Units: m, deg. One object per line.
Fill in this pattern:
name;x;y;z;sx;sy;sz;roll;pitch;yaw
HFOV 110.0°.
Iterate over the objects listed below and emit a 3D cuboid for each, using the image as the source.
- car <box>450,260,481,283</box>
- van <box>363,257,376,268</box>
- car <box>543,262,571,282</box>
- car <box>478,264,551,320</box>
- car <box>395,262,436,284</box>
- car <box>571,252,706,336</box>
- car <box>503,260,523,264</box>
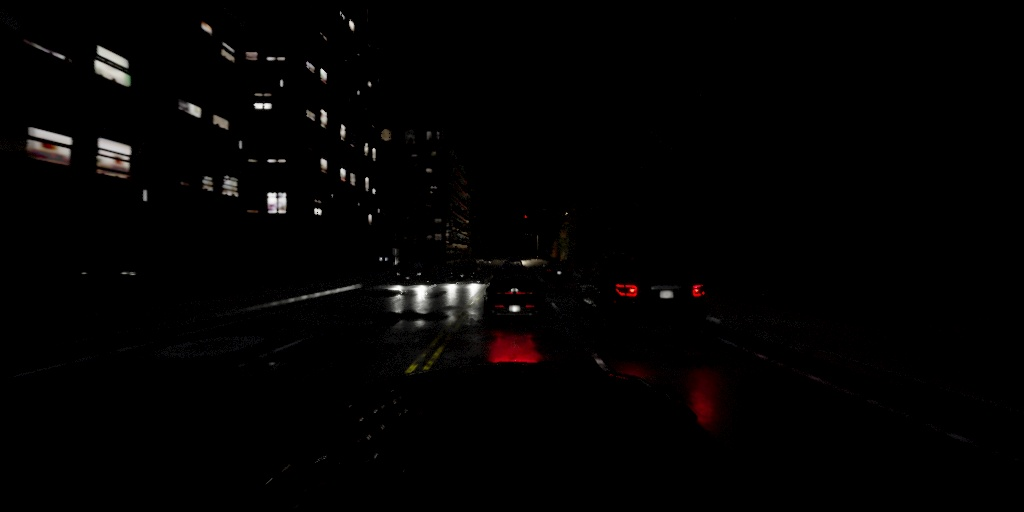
car;-3.339;1.089;26.302;1.837;1.490;4.892;0;0;0
van;-22.720;0.994;55.561;3.998;1.789;1.690;0;0;-1
car;3.332;1.140;27.214;1.994;1.385;4.181;0;0;0
car;0.082;1.181;12.198;1.837;1.490;4.892;0;0;0
car;-6.593;1.116;24.983;1.812;1.442;4.674;0;0;0
car;3.327;0.910;10.368;2.150;2.045;5.566;0;0;0
car;0.082;1.051;27.598;1.882;1.535;5.008;0;0;0
